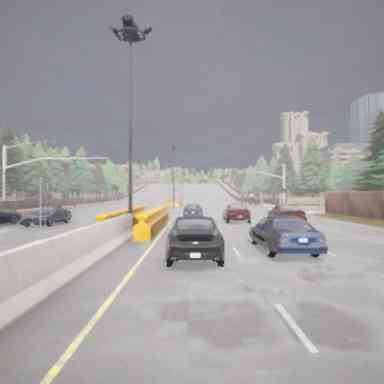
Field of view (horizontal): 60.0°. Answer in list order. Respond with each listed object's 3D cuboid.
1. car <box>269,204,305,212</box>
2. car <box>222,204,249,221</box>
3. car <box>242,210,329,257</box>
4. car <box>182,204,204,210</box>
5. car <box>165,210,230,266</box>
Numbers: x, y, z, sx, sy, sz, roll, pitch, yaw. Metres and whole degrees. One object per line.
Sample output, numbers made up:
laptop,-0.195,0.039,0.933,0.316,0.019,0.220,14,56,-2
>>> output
car,7.091,1.672,25.395,1.882,1.535,5.008,0,0,0
car,3.590,1.686,27.387,1.882,1.535,5.008,0,0,0
car,3.598,1.649,13.362,2.033,1.411,5.357,0,-1,-1
car,0.089,1.773,29.662,2.033,1.411,5.357,0,0,0
car,0.095,1.596,11.944,1.837,1.490,4.892,0,-1,0
